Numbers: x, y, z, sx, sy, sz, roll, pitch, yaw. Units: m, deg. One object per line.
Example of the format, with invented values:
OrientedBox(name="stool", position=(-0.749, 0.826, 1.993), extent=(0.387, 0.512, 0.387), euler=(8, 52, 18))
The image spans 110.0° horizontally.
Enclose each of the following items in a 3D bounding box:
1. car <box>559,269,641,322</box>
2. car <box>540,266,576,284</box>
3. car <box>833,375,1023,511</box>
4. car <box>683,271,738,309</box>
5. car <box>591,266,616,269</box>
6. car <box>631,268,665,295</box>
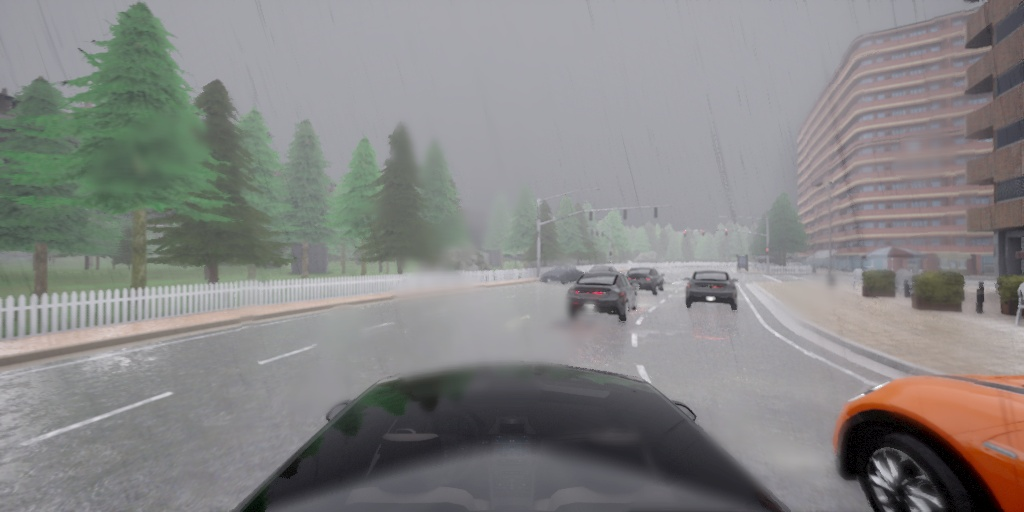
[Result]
OrientedBox(name="car", position=(3.394, 1.357, 12.996), extent=(1.837, 1.490, 4.892), euler=(0, -1, 25))
OrientedBox(name="car", position=(4.224, 1.544, 29.392), extent=(2.033, 1.411, 5.357), euler=(0, -1, 31))
OrientedBox(name="car", position=(3.734, 1.104, 1.075), extent=(2.097, 1.767, 4.553), euler=(0, -1, 0))
OrientedBox(name="car", position=(8.800, 1.396, 15.912), extent=(1.837, 1.490, 4.892), euler=(0, 0, 29))
OrientedBox(name="car", position=(6.684, 1.485, 26.690), extent=(1.837, 1.490, 4.892), euler=(0, -1, 31))
OrientedBox(name="car", position=(7.878, 1.440, 21.399), extent=(1.837, 1.490, 4.892), euler=(0, -1, 29))
